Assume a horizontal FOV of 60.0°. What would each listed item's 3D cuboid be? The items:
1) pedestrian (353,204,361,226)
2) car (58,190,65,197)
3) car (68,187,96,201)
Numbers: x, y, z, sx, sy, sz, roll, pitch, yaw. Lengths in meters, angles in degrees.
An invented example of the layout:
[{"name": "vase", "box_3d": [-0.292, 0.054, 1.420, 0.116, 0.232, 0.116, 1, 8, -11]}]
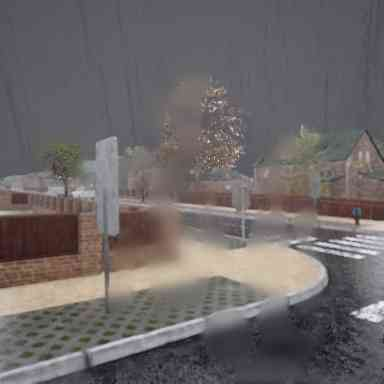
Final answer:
[{"name": "pedestrian", "box_3d": [8.845, 1.237, 17.787, 0.500, 1.100, 0.500, 0, 0, -35]}, {"name": "car", "box_3d": [-21.514, 0.313, 56.584, 2.128, 1.511, 4.902, -2, 2, -33]}, {"name": "car", "box_3d": [-15.679, 0.233, 48.155, 2.150, 2.045, 5.566, -2, 2, -35]}]
